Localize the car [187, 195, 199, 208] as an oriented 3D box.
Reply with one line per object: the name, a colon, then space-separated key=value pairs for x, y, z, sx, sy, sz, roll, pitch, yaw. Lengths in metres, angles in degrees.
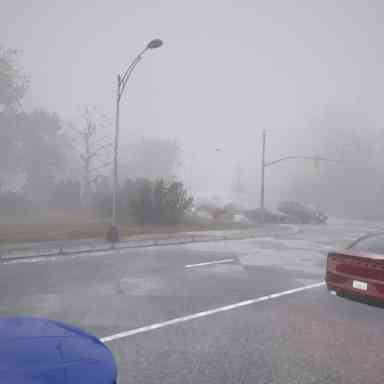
car: x=-0.954 y=1.725 z=53.330 sx=2.033 sy=1.411 sz=5.357 roll=2 pitch=1 yaw=-14

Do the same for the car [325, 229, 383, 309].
car: x=5.016 y=1.556 z=7.364 sx=5.008 sy=1.535 sz=1.882 roll=1 pitch=-1 yaw=-35

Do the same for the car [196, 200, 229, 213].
car: x=2.484 y=2.086 z=42.194 sx=1.895 sy=1.301 sz=4.718 roll=3 pitch=0 yaw=-20

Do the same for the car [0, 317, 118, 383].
car: x=-2.839 y=1.478 z=1.717 sx=5.008 sy=1.535 sz=1.882 roll=0 pitch=0 yaw=-36

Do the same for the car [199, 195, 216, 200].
car: x=2.078 y=1.761 z=55.886 sx=1.837 sy=1.490 sz=4.892 roll=2 pitch=2 yaw=-13

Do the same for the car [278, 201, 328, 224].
car: x=10.440 y=1.953 z=32.264 sx=2.150 sy=2.045 sz=5.566 roll=3 pitch=-2 yaw=-25

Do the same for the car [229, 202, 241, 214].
car: x=5.712 y=2.133 z=43.579 sx=1.837 sy=1.490 sz=4.892 roll=3 pitch=0 yaw=-19

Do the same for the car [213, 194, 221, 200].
car: x=5.870 y=1.112 z=79.193 sx=2.033 sy=1.411 sz=5.357 roll=2 pitch=2 yaw=-1

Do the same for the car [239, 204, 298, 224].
car: x=7.044 y=2.127 z=31.220 sx=2.033 sy=1.411 sz=5.357 roll=3 pitch=-1 yaw=-25
